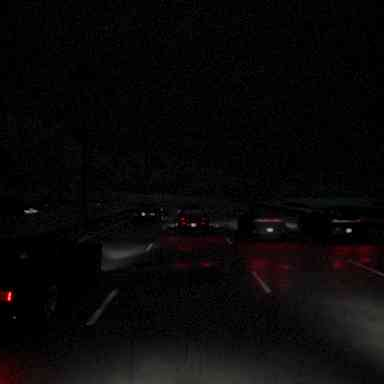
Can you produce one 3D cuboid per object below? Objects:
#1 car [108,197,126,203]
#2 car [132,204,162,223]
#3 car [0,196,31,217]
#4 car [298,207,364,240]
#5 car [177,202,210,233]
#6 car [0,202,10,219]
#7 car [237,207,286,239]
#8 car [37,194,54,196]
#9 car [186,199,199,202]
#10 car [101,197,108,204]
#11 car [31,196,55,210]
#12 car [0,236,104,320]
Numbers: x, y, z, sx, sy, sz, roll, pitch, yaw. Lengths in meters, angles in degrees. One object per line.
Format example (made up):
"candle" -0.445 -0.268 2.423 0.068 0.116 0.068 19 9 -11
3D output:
"car" -14.069 1.795 63.534 1.895 1.301 4.718 0 0 0
"car" -3.422 1.626 25.990 2.033 1.411 5.357 0 0 0
"car" -14.119 1.302 23.668 2.150 2.045 5.566 0 0 0
"car" 7.084 1.538 17.442 2.128 1.511 4.902 0 0 0
"car" 0.082 1.585 20.072 1.812 1.442 4.674 0 0 0
"car" -17.619 1.620 28.150 1.812 1.442 4.674 0 0 0
"car" 3.584 1.541 17.716 2.128 1.511 4.902 0 0 0
"car" -24.584 1.398 54.976 2.150 2.045 5.566 0 0 1
"car" 0.067 1.589 37.938 1.882 1.535 5.008 0 0 0
"car" -17.563 1.764 69.662 1.994 1.385 4.181 0 0 0
"car" -21.112 1.696 46.024 2.033 1.411 5.357 0 0 0
"car" -3.408 1.625 7.325 1.895 1.301 4.718 0 0 0
